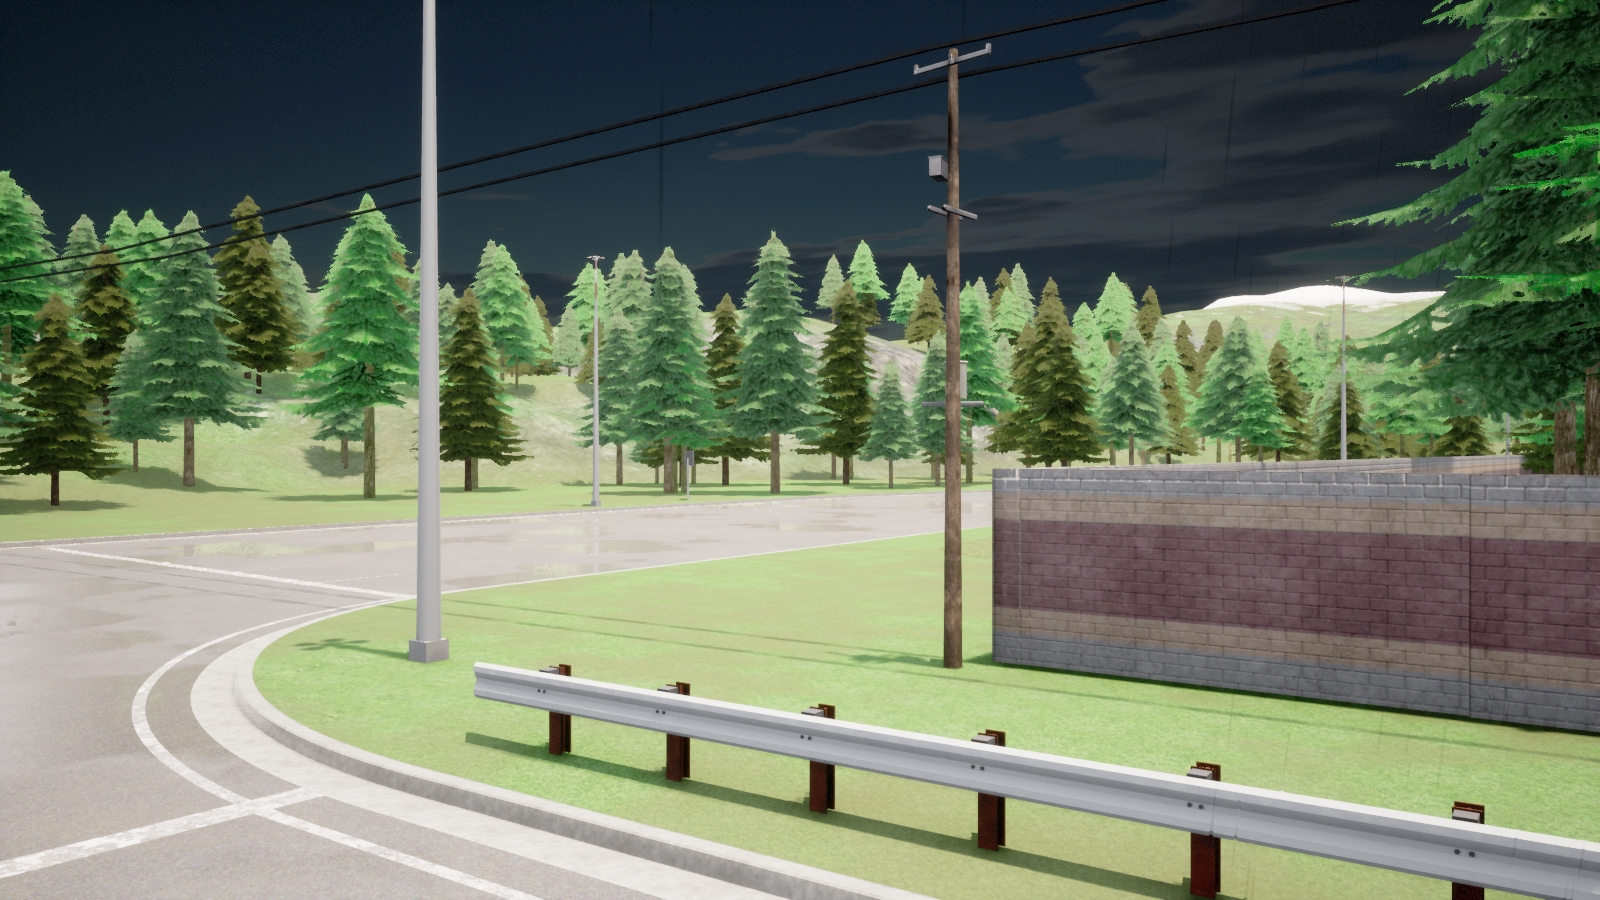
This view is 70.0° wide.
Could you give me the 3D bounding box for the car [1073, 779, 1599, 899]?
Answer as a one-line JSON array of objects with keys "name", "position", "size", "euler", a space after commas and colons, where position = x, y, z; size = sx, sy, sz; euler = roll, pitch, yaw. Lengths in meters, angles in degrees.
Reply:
[{"name": "car", "position": [3.010, 1.982, 1.681], "size": [5.238, 1.638, 2.097], "euler": [0, 0, 35]}]
